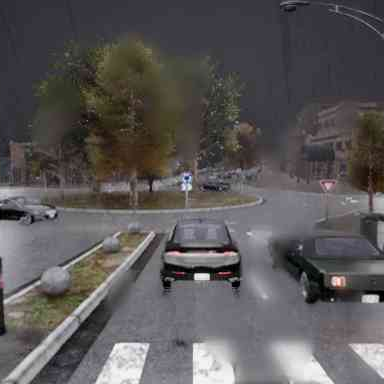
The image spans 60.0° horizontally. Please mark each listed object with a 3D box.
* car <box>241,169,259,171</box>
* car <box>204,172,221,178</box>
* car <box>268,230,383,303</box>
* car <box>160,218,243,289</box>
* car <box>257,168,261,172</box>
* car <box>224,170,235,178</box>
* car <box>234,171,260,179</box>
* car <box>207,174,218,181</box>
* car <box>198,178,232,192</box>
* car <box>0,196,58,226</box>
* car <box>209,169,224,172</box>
[{"bbox_3d":[13.691,-4.061,82.104,4.553,1.767,2.185,1,5,10],"label":"car"},{"bbox_3d":[3.975,-2.569,65.833,2.097,1.767,4.553,0,5,1],"label":"car"},{"bbox_3d":[3.217,1.594,8.139,1.895,1.301,4.718,0,1,1],"label":"car"},{"bbox_3d":[0.234,1.471,9.195,2.128,1.511,4.902,0,1,1],"label":"car"},{"bbox_3d":[14.615,-4.686,87.494,5.566,2.045,2.435,1,5,10],"label":"car"},{"bbox_3d":[9.183,-4.105,84.390,1.837,1.490,4.892,1,5,10],"label":"car"},{"bbox_3d":[13.188,-3.687,79.419,4.892,1.521,2.231,1,5,10],"label":"car"},{"bbox_3d":[4.758,-3.257,75.767,1.994,1.385,4.181,1,5,9],"label":"car"},{"bbox_3d":[3.058,-0.828,46.232,4.902,1.511,2.128,3,4,34],"label":"car"},{"bbox_3d":[-10.198,1.017,19.555,4.902,1.511,2.128,1,4,20],"label":"car"},{"bbox_3d":[6.209,-4.283,84.795,2.097,1.767,4.553,1,5,10],"label":"car"}]
